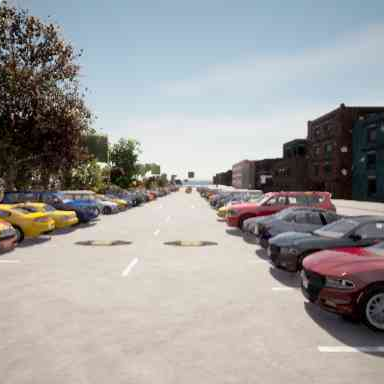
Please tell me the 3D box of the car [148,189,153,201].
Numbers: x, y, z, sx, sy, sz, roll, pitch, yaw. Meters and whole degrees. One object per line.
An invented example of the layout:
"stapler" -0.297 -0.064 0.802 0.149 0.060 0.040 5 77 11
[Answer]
"car" -8.534 0.775 47.731 5.008 1.535 2.097 0 1 0

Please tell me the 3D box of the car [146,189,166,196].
"car" -8.507 0.112 78.359 4.553 1.767 2.185 0 1 0

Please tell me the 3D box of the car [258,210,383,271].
"car" 4.546 1.382 8.785 5.008 1.535 2.097 0 1 0

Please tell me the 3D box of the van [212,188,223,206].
"van" 4.424 0.827 31.052 4.442 1.987 1.878 0 1 0

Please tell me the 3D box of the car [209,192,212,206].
"car" 4.535 1.009 33.838 5.008 1.535 2.097 0 1 0

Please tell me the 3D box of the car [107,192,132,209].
"car" -8.545 1.047 31.023 5.008 1.535 2.097 0 1 0

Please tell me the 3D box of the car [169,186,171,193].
"car" -8.570 -0.036 86.587 4.553 1.767 2.185 0 1 0

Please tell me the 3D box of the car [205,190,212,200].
"car" 4.726 0.871 42.187 5.366 1.575 1.946 0 1 0

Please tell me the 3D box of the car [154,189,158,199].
"car" -8.544 0.681 53.299 5.008 1.535 2.097 0 1 0

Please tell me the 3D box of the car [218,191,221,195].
"car" 4.572 1.017 25.362 4.553 1.767 2.185 0 1 0

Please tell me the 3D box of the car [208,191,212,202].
"car" 4.546 0.964 36.621 5.008 1.535 2.097 0 1 0

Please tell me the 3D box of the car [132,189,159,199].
"car" -8.570 0.411 61.652 4.553 1.767 2.185 0 1 0

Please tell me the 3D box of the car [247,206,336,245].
"car" 4.570 1.381 11.573 4.792 1.488 2.163 0 1 0

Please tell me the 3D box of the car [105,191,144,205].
"car" -8.508 0.742 42.160 4.553 1.767 2.185 0 1 0

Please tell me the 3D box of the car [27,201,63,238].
"car" -8.534 1.308 14.192 5.008 1.535 2.097 0 1 0

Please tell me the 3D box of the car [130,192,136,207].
"car" -8.546 1.004 33.808 4.892 1.521 2.231 0 1 0

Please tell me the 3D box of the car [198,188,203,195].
"car" 4.355 0.491 64.451 5.366 1.575 1.946 0 1 0

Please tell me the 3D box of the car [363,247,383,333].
"car" 4.538 1.459 3.207 4.674 1.452 2.002 0 0 0

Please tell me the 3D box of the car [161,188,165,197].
"car" -8.509 0.468 67.223 4.792 1.488 2.163 0 1 0

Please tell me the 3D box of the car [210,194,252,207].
"car" 4.538 0.960 39.405 4.674 1.452 2.002 0 1 0

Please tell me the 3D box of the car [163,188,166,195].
"car" -8.544 0.388 70.008 5.008 1.535 2.097 0 1 0

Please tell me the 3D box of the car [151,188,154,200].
"car" -8.507 0.603 50.513 4.553 1.767 2.185 0 1 0

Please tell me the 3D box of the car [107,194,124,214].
"car" -8.542 1.131 28.239 4.674 1.452 2.002 0 1 0

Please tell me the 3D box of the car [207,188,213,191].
"car" 4.572 0.703 44.968 4.553 1.767 2.185 0 1 0

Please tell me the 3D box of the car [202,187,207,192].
"car" 4.572 0.467 58.882 4.553 1.767 2.185 0 1 0

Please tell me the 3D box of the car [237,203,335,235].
"car" 4.543 1.353 14.358 4.674 1.452 2.002 0 1 0

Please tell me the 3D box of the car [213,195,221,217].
"car" 4.355 1.180 22.706 5.366 1.575 1.946 0 1 0

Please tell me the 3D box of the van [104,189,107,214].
"van" -8.423 0.951 22.666 4.442 1.987 1.878 0 1 0

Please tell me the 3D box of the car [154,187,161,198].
"car" -8.511 0.382 56.082 5.566 2.045 2.435 0 1 0

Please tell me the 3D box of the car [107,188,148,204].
"car" -8.511 0.662 39.374 5.566 2.045 2.435 0 1 0

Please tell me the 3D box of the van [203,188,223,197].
"van" 4.657 0.071 75.454 4.442 1.987 1.878 0 1 0

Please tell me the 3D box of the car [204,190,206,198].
"car" 4.570 0.765 50.537 4.792 1.488 2.163 0 1 0

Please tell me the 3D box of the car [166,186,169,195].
"car" -8.567 0.039 75.447 5.566 2.045 2.435 0 1 0

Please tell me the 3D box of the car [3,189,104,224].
"car" -8.511 0.969 19.881 5.566 2.045 2.435 0 1 0

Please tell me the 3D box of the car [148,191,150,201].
"car" -8.542 0.862 44.947 4.674 1.452 2.002 0 1 0

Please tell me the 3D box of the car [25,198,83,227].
"car" -8.725 1.260 17.100 5.366 1.575 1.946 0 1 0

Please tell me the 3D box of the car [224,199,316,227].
"car" 4.546 1.227 19.923 5.008 1.535 2.097 0 1 0

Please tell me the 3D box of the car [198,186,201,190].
"car" 4.569 0.094 72.795 5.566 2.045 2.435 0 1 0

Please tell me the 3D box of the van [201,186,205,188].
"van" 4.658 0.169 70.013 4.442 1.987 1.878 0 1 0

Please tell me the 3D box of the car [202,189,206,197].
"car" 4.538 0.680 56.103 4.674 1.452 2.002 0 1 0

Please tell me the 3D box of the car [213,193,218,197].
"car" 4.534 1.098 28.272 4.892 1.521 2.231 0 1 0

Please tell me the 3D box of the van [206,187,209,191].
"van" 4.658 0.558 47.687 4.442 1.987 1.878 0 1 0

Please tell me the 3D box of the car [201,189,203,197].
"car" 4.535 0.544 61.669 4.892 1.521 2.231 0 1 0

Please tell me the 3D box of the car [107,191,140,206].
"car" -8.568 0.988 36.591 4.792 1.488 2.163 0 1 0

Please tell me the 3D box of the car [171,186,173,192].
"car" -8.567 -0.214 89.495 5.566 2.045 2.435 0 1 0

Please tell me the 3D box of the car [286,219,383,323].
"car" 4.547 1.404 5.996 5.008 1.535 2.097 0 0 0

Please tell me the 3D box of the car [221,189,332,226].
"car" 4.512 1.019 17.136 5.566 2.045 2.435 0 1 0

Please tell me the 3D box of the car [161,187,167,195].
"car" -8.724 0.337 72.668 5.366 1.575 1.946 0 1 0

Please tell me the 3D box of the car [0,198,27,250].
"car" -8.571 1.221 11.405 4.553 1.767 2.185 0 1 0
